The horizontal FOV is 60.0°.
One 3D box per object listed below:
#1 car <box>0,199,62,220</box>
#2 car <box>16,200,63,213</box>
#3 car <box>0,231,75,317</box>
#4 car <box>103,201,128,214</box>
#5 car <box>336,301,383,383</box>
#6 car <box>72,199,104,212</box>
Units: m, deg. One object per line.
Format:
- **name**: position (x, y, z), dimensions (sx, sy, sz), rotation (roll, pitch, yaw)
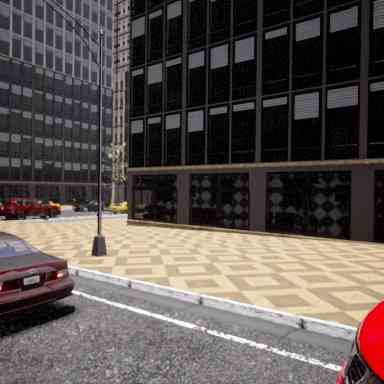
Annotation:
- **car**: position (-14.385, 1.519, 29.775), dimensions (2.192, 1.841, 5.009), rotation (1, 0, 37)
- **car**: position (-17.862, 1.643, 39.158), dimensions (1.752, 1.417, 4.829), rotation (1, 0, 37)
- **car**: position (-4.772, 1.544, 7.100), dimensions (5.357, 1.411, 2.033), rotation (0, 0, 35)
- **car**: position (-7.567, 1.830, 38.972), dimensions (1.752, 1.417, 4.829), rotation (1, 0, 37)
- **car**: position (3.501, 1.222, 1.178), dimensions (5.566, 2.045, 2.150), rotation (0, 0, 36)
- **car**: position (-12.664, 1.708, 41.805), dimensions (1.837, 1.490, 4.892), rotation (1, 1, 36)
